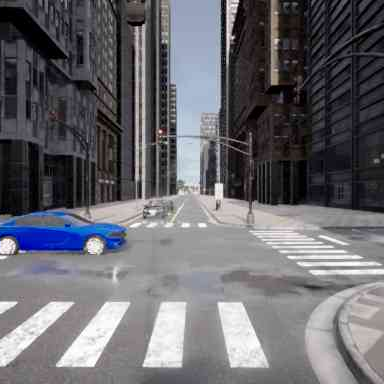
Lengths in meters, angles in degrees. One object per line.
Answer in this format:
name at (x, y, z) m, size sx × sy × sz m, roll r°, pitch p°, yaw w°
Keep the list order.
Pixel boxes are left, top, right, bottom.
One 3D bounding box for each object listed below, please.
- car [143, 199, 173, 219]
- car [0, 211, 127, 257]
car at (-3.169, 1.500, 29.425) m, size 2.128 × 1.511 × 4.902 m, roll 0°, pitch 0°, yaw 0°
car at (-4.993, 1.481, 12.497) m, size 5.008 × 1.535 × 1.882 m, roll 0°, pitch 0°, yaw 0°
